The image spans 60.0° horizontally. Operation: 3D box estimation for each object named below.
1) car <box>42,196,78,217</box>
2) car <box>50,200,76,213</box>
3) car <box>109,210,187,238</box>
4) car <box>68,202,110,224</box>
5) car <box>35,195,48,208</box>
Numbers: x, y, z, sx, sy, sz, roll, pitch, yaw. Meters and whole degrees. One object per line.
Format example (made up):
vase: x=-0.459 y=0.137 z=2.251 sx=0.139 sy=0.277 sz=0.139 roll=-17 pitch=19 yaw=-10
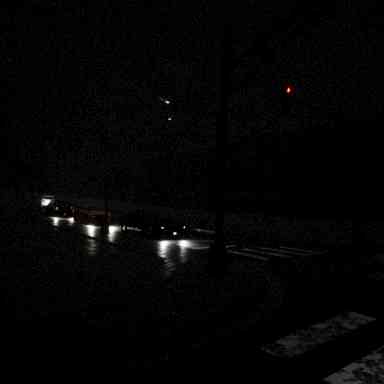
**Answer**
car: x=-14.084 y=1.679 z=35.419 sx=2.097 sy=1.767 sz=4.553 roll=4 pitch=-2 yaw=-35
car: x=-17.731 y=1.941 z=45.439 sx=2.128 sy=1.511 sz=4.902 roll=4 pitch=-2 yaw=-35
car: x=-2.511 y=1.761 z=19.211 sx=2.033 sy=1.411 sz=5.357 roll=4 pitch=-3 yaw=-38
car: x=-8.232 y=1.770 z=27.243 sx=1.882 sy=1.535 sz=5.008 roll=4 pitch=-3 yaw=-36
car: x=-23.602 y=1.549 z=53.570 sx=2.150 sy=2.045 sz=5.566 roll=4 pitch=-1 yaw=-36
